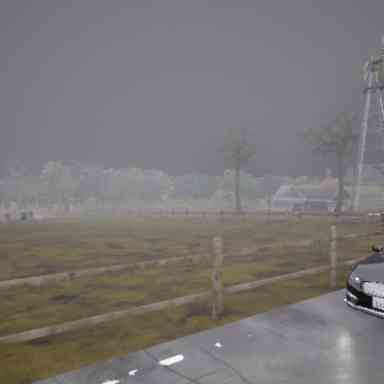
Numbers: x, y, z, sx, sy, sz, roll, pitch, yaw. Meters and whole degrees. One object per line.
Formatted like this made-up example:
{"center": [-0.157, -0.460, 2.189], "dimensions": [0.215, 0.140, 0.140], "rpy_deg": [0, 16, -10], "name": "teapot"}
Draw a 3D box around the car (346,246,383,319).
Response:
{"center": [5.014, 1.513, 6.642], "dimensions": [4.902, 1.511, 2.128], "rpy_deg": [0, 0, -35], "name": "car"}
